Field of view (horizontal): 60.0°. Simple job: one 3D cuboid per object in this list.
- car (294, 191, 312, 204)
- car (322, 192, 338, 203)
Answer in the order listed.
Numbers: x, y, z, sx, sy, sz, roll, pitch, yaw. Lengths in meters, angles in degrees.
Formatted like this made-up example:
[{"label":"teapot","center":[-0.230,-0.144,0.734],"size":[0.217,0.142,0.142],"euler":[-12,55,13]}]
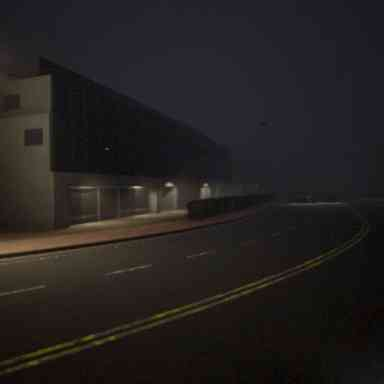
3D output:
[{"label":"car","center":[15.631,0.673,46.699],"size":[2.097,1.767,4.553],"euler":[-1,1,22]},{"label":"car","center":[20.051,0.743,48.250],"size":[1.837,1.490,4.892],"euler":[-1,0,22]}]
